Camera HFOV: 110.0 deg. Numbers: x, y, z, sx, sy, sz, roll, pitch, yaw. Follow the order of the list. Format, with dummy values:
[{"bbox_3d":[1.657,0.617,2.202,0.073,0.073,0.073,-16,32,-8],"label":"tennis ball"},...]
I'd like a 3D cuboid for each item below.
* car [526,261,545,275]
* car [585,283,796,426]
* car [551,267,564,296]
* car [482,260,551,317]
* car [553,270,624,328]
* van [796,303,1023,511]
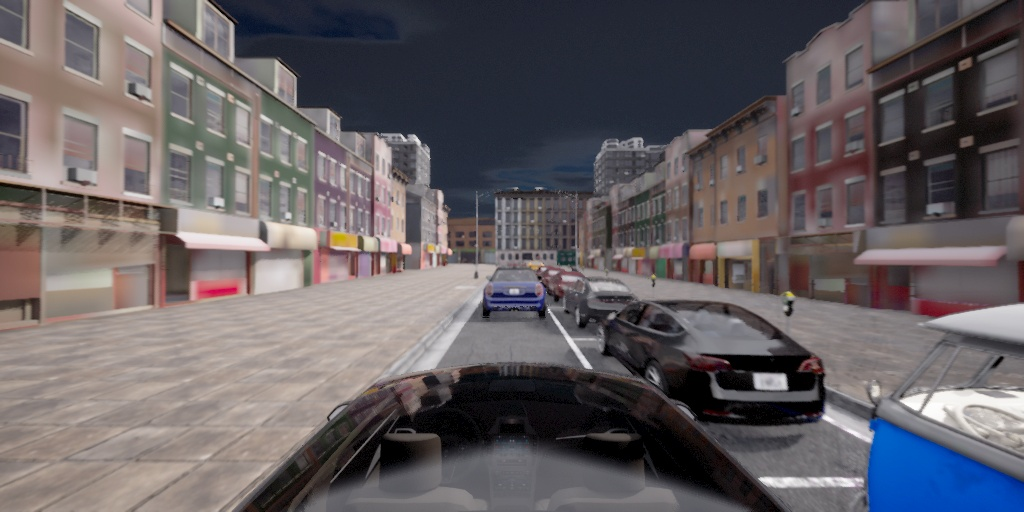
[{"bbox_3d":[2.738,1.336,42.602,1.882,1.535,5.008,0,0,0],"label":"car"},{"bbox_3d":[2.638,1.324,5.748,1.948,1.339,4.313,0,0,0],"label":"car"},{"bbox_3d":[2.635,1.366,16.755,1.802,1.307,4.207,0,0,0],"label":"car"},{"bbox_3d":[0.080,1.128,13.389,2.097,1.767,4.553,0,0,0],"label":"car"},{"bbox_3d":[2.637,1.321,11.251,2.007,1.370,4.403,0,0,0],"label":"car"},{"bbox_3d":[2.640,1.088,0.245,1.690,1.789,3.998,0,0,0],"label":"van"}]
